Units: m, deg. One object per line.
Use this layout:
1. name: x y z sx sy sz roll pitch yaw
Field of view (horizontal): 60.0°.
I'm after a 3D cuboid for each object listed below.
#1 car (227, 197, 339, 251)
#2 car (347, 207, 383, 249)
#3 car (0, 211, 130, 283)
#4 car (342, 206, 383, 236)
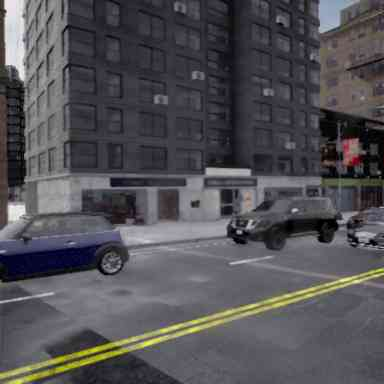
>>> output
1. car: 4.114 1.227 14.554 5.566 2.045 2.150 0 0 -35
2. car: 8.265 1.497 13.517 4.902 1.511 2.128 0 0 -35
3. car: -4.044 1.352 8.774 4.553 1.767 2.097 0 0 -35
4. car: 10.807 1.568 19.260 4.181 1.385 1.994 0 0 -36
